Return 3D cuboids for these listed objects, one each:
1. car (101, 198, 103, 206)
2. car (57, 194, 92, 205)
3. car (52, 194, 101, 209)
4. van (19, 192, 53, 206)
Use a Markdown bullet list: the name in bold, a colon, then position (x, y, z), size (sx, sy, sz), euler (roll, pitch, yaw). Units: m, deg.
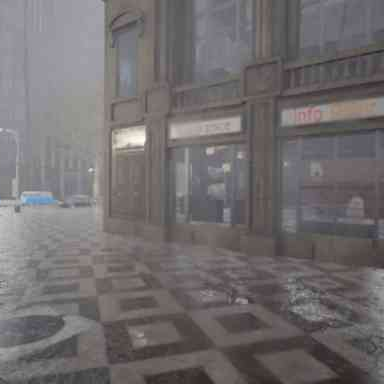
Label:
- **car**: position (-9.650, 1.091, 42.046), size (1.887, 1.381, 4.507), euler (2, 2, 36)
- **car**: position (-16.557, 1.003, 47.045), size (2.008, 1.369, 4.403), euler (2, 2, 36)
- **car**: position (-12.948, 1.181, 37.501), size (1.947, 1.339, 4.313), euler (2, 2, 36)
- **van**: position (-19.853, 0.862, 42.494), size (1.690, 1.788, 3.998), euler (2, 2, 36)
